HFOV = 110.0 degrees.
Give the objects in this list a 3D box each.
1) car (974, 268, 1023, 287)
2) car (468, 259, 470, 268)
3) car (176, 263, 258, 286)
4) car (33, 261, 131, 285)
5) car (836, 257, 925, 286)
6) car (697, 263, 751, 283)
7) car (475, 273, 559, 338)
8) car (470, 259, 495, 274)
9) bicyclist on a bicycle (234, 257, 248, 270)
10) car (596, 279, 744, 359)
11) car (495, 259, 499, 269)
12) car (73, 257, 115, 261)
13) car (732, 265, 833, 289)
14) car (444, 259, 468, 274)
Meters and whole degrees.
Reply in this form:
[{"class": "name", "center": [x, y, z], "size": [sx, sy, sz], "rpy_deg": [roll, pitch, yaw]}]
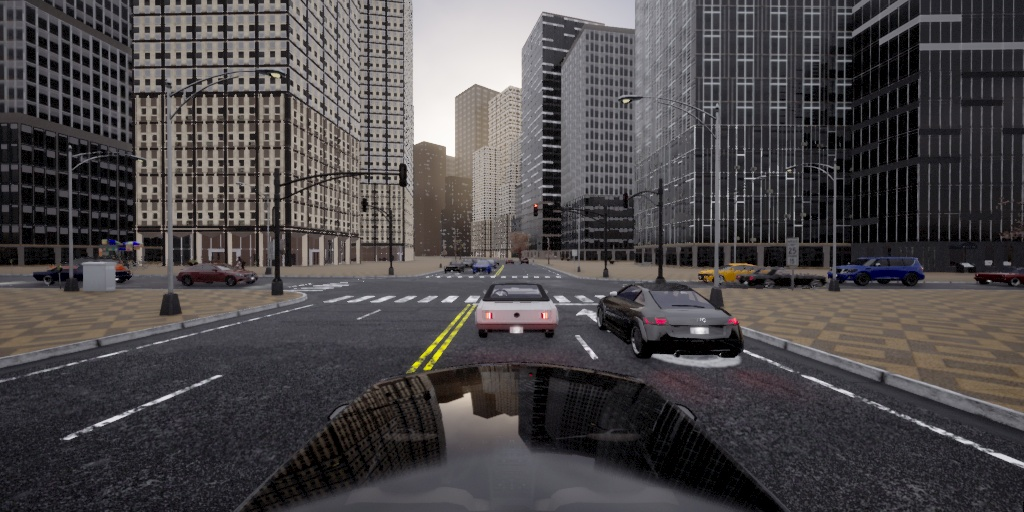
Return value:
[{"class": "car", "center": [36.705, 1.501, 25.872], "size": [4.718, 1.301, 1.895], "rpy_deg": [0, 0, 1]}, {"class": "car", "center": [-6.573, 1.202, 53.309], "size": [1.837, 1.490, 4.892], "rpy_deg": [0, 0, 0]}, {"class": "car", "center": [-19.474, 1.193, 23.752], "size": [4.674, 1.442, 1.812], "rpy_deg": [0, 0, 1]}, {"class": "car", "center": [-28.584, 1.226, 23.986], "size": [4.718, 1.301, 1.895], "rpy_deg": [0, 0, 1]}, {"class": "car", "center": [26.386, 1.075, 26.100], "size": [5.566, 2.045, 2.150], "rpy_deg": [0, 0, 2]}, {"class": "car", "center": [16.321, 1.285, 26.321], "size": [5.008, 1.535, 1.882], "rpy_deg": [0, 0, 1]}, {"class": "car", "center": [0.103, 1.348, 10.163], "size": [1.895, 1.301, 4.718], "rpy_deg": [0, 0, 0]}, {"class": "car", "center": [-3.329, 1.197, 40.770], "size": [1.882, 1.535, 5.008], "rpy_deg": [0, 0, 0]}, {"class": "bicyclist on a bicycle", "center": [-24.691, 0.871, 32.619], "size": [0.582, 1.620, 1.656], "rpy_deg": [0, 1, 1]}, {"class": "car", "center": [3.358, 1.312, 8.449], "size": [1.994, 1.385, 4.181], "rpy_deg": [0, 0, 0]}, {"class": "car", "center": [-3.322, 1.221, 53.623], "size": [1.812, 1.442, 4.674], "rpy_deg": [0, 0, 0]}, {"class": "car", "center": [-32.450, 0.932, 27.271], "size": [4.553, 1.767, 2.097], "rpy_deg": [0, 0, 2]}, {"class": "car", "center": [17.298, 1.439, 23.073], "size": [4.718, 1.301, 1.895], "rpy_deg": [0, 0, 1]}, {"class": "car", "center": [-6.580, 1.320, 41.441], "size": [1.895, 1.301, 4.718], "rpy_deg": [0, 0, 0]}]
